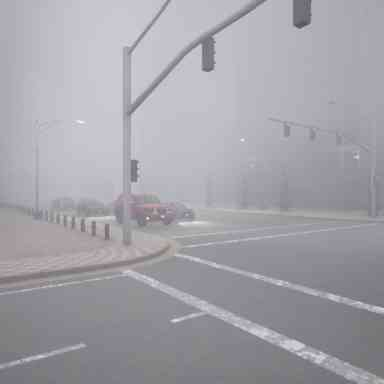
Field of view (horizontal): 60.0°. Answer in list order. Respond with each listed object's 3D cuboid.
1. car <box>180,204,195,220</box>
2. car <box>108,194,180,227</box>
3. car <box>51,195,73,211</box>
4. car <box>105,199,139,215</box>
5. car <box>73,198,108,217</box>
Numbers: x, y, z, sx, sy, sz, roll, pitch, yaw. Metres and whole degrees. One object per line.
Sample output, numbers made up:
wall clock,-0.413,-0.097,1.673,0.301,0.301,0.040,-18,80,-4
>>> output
car,-1.540,1.508,26.119,1.994,1.385,4.181,0,0,-36
car,-3.432,1.166,22.742,2.150,2.045,5.566,0,0,-36
car,-15.049,1.297,39.243,2.097,1.767,4.553,0,0,-35
car,-7.279,1.508,34.229,1.994,1.385,4.181,0,0,-35
car,-9.270,1.508,30.970,1.994,1.385,4.181,0,0,-35
